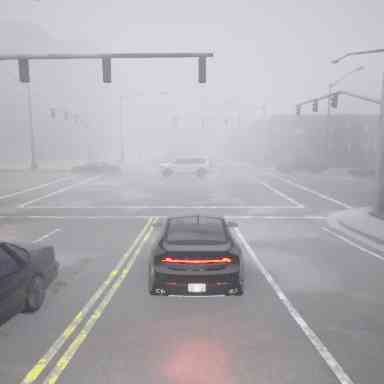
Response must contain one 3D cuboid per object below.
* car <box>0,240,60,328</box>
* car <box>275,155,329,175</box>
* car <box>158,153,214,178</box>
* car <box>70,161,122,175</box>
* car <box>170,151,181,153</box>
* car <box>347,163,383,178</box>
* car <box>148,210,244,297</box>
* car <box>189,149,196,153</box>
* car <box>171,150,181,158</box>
[{"bbox_3d":[-3.606,1.447,4.468,2.033,1.411,5.357,0,2,0],"label":"car"},{"bbox_3d":[11.986,-3.001,36.255,5.566,2.045,2.150,0,9,0],"label":"car"},{"bbox_3d":[-0.580,-2.477,32.847,5.566,2.045,2.150,0,9,0],"label":"car"},{"bbox_3d":[-10.424,-2.690,36.396,5.357,1.411,2.033,0,9,0],"label":"car"},{"bbox_3d":[-3.508,-6.645,60.803,2.097,1.767,4.553,0,9,0],"label":"car"},{"bbox_3d":[18.382,-2.145,32.818,5.357,1.411,2.033,0,9,1],"label":"car"},{"bbox_3d":[0.080,1.201,8.008,1.837,1.490,4.892,0,4,0],"label":"car"},{"bbox_3d":[0.087,-10.746,88.767,1.994,1.385,4.181,0,9,0],"label":"car"},{"bbox_3d":[-3.431,-8.084,70.981,1.882,1.535,5.008,0,9,0],"label":"car"}]
